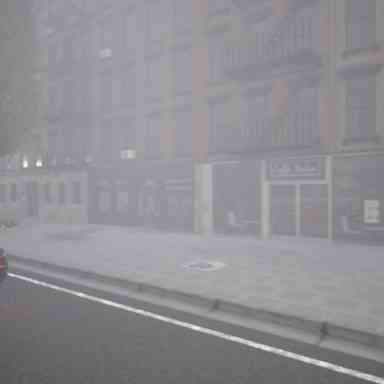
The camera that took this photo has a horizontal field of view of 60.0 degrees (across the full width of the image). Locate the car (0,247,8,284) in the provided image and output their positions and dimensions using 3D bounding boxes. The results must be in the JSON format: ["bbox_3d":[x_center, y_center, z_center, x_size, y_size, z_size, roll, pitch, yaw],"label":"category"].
[{"bbox_3d":[-6.308,1.540,8.177,4.674,1.442,1.812,0,0,35],"label":"car"}]
